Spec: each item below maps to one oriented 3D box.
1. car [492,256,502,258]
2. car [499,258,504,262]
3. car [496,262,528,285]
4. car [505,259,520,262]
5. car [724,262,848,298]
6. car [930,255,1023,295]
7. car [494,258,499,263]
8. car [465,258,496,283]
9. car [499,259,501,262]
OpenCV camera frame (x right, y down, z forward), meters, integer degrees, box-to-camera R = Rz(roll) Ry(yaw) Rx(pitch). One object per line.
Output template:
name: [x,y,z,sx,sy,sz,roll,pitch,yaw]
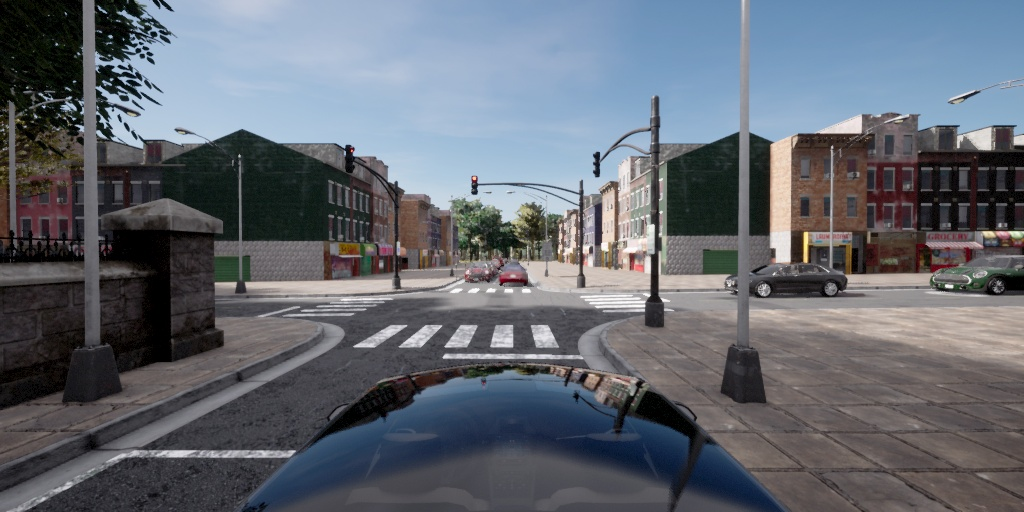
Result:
car: [-2.832,1.259,60.907,1.801,1.575,5.366,0,0,0]
car: [-2.483,1.329,49.835,1.888,1.381,4.507,0,0,0]
car: [0.120,1.321,25.859,1.994,1.385,4.181,0,0,1]
car: [0.297,1.295,61.943,2.128,1.511,4.902,0,0,0]
car: [12.322,1.046,16.316,4.892,1.490,1.837,-1,1,0]
car: [22.100,0.763,16.280,4.553,1.767,2.097,-1,1,0]
car: [-2.537,1.204,33.532,1.967,1.591,4.097,0,0,0]
car: [-2.555,1.199,28.097,1.967,1.591,4.097,0,0,0]
car: [-2.519,1.335,38.966,1.948,1.339,4.313,0,0,0]
